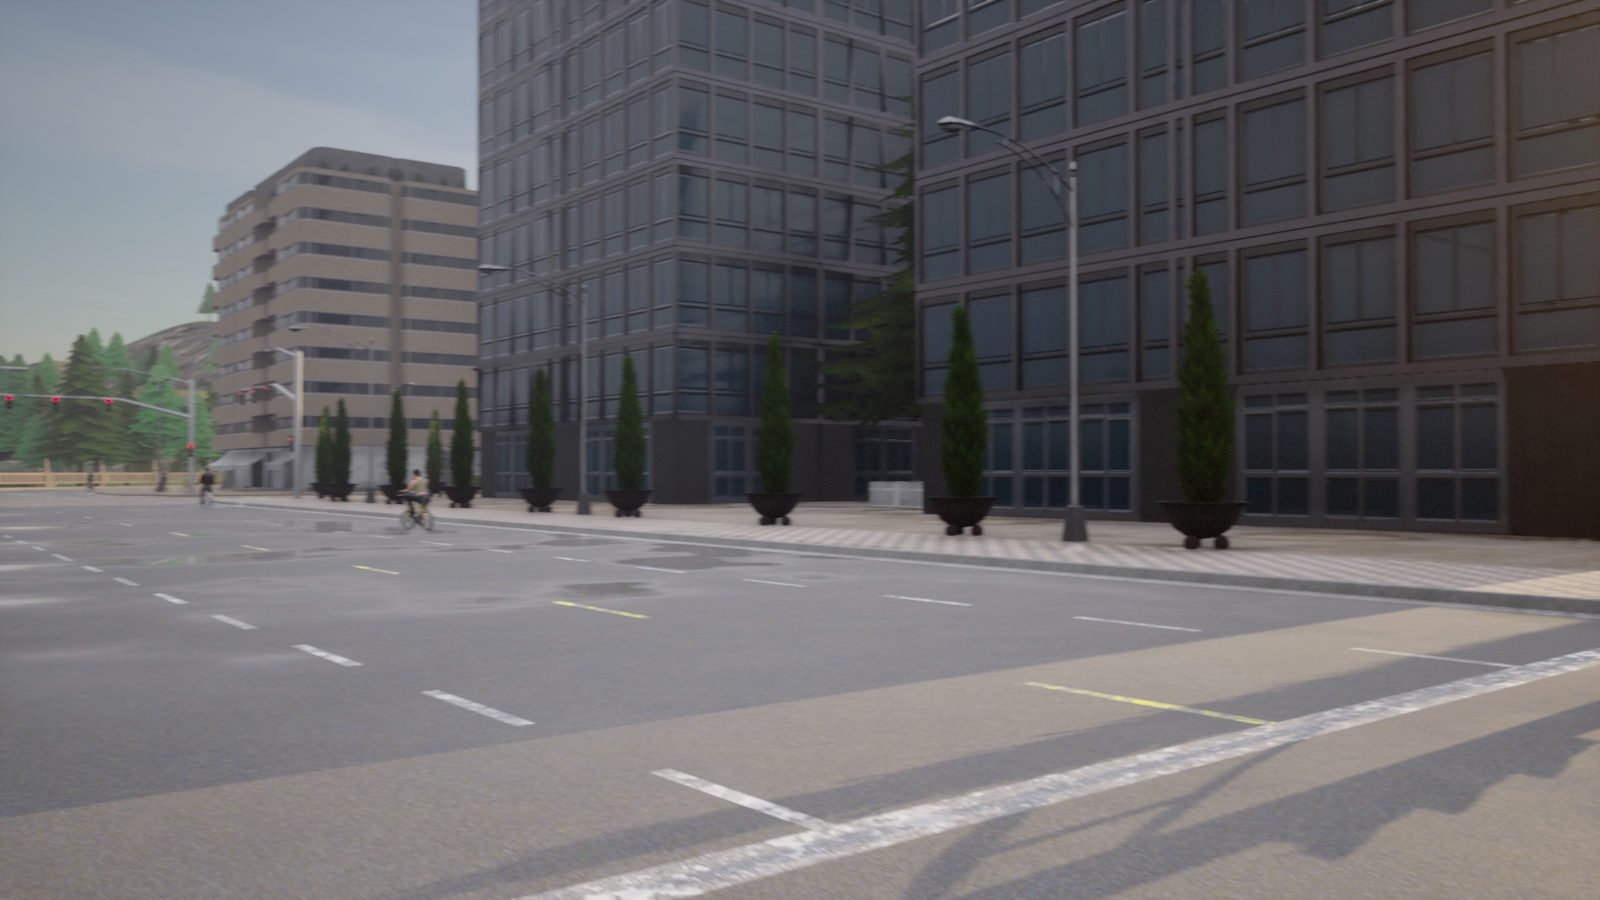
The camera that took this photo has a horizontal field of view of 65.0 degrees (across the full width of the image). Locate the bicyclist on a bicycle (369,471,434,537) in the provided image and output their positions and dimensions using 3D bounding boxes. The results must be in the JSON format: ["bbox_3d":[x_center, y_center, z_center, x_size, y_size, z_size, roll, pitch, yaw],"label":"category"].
[{"bbox_3d":[-10.315,1.382,32.458,1.509,1.612,0.866,-2,2,42],"label":"bicyclist on a bicycle"}]
